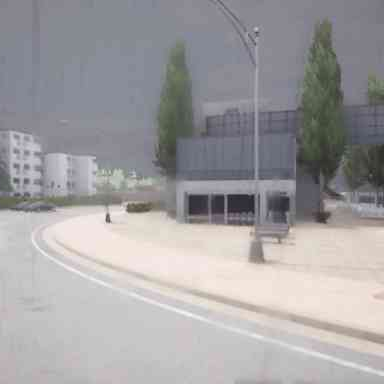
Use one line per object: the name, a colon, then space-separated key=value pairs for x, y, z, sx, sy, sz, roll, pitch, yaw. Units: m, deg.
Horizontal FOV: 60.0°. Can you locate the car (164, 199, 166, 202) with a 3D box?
car: x=-5.367 y=2.369 z=78.295 sx=1.837 sy=1.490 sz=4.892 roll=0 pitch=-1 yaw=18

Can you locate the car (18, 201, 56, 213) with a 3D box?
car: x=-19.836 y=1.939 z=43.511 sx=1.837 sy=1.490 sz=4.892 roll=0 pitch=-1 yaw=12

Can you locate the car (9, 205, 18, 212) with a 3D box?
car: x=-22.785 y=2.004 z=46.431 sx=2.033 sy=1.411 sz=5.357 roll=0 pitch=-1 yaw=14

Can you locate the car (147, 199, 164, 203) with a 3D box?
car: x=-8.162 y=2.287 z=69.586 sx=1.812 sy=1.442 sz=4.674 roll=0 pitch=-1 yaw=18
